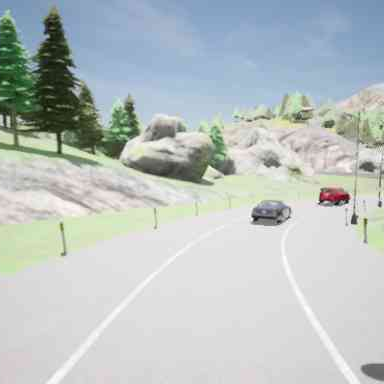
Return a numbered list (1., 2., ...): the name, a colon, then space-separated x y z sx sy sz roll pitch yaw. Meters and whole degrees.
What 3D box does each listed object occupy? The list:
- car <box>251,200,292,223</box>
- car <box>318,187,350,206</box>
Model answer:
1. car: 5.555 1.238 22.854 2.033 1.411 5.357 3 2 26
2. car: 16.832 0.409 39.243 2.150 2.045 5.566 5 5 41
